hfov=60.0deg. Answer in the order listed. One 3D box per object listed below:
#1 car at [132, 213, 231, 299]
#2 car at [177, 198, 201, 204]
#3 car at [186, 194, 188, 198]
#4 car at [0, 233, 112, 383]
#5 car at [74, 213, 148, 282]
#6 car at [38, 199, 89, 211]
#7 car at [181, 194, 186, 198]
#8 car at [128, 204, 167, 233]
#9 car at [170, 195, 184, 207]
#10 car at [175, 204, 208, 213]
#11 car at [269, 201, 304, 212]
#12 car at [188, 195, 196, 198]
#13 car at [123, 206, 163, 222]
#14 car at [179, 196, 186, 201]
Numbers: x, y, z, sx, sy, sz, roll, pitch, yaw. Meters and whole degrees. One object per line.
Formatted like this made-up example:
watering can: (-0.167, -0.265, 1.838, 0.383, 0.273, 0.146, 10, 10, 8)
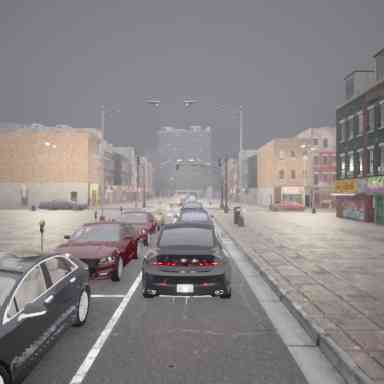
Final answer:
car: (-0.071, 1.508, 8.484, 1.837, 1.490, 4.892, 0, 0, 1)
car: (0.041, 1.502, 26.197, 1.882, 1.535, 5.008, 0, 0, 0)
car: (-2.581, 1.699, 79.825, 1.752, 1.417, 4.829, 0, 0, 0)
car: (-2.630, 1.552, 4.336, 2.008, 1.369, 4.403, 0, 0, 0)
car: (-2.626, 1.549, 9.830, 1.887, 1.381, 4.507, 0, 0, 0)
car: (-14.627, 1.490, 37.948, 5.357, 1.411, 2.033, 0, 0, 2)
car: (-2.594, 1.414, 58.220, 2.192, 1.841, 5.009, 0, 0, 0)
car: (-2.619, 1.541, 20.648, 1.752, 1.417, 4.829, 0, 0, 0)
car: (-2.599, 1.609, 52.606, 1.752, 1.417, 4.829, 0, 0, 0)
car: (0.104, 1.536, 15.928, 1.812, 1.442, 4.674, 0, 0, 0)
car: (11.601, 1.762, 41.001, 4.181, 1.385, 1.994, 1, 0, 1)
car: (0.057, 1.713, 83.450, 1.812, 1.442, 4.674, 0, 0, 0)
car: (-2.623, 1.554, 15.325, 1.887, 1.381, 4.507, 0, 0, 0)
car: (-2.573, 1.762, 90.884, 1.887, 1.381, 4.507, 0, 0, 0)
